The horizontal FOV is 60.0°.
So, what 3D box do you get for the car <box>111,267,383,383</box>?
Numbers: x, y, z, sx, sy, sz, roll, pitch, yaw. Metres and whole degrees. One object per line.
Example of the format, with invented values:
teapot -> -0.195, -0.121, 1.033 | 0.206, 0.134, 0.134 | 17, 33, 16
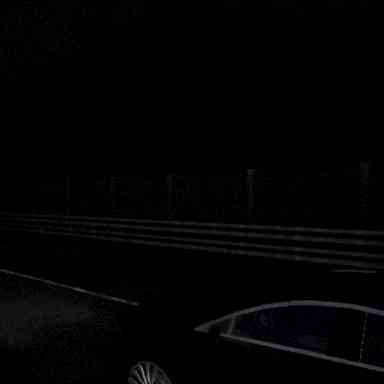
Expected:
car -> 1.325, 1.498, 3.046 | 4.902, 1.511, 2.128 | -1, -1, 36
